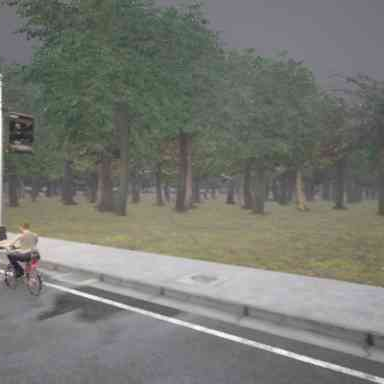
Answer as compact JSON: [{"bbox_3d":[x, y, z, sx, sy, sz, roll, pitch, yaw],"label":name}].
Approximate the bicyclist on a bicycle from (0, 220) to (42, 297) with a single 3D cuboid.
[{"bbox_3d":[-3.751,1.426,7.367,1.509,1.612,0.866,0,0,35],"label":"bicyclist on a bicycle"}]
